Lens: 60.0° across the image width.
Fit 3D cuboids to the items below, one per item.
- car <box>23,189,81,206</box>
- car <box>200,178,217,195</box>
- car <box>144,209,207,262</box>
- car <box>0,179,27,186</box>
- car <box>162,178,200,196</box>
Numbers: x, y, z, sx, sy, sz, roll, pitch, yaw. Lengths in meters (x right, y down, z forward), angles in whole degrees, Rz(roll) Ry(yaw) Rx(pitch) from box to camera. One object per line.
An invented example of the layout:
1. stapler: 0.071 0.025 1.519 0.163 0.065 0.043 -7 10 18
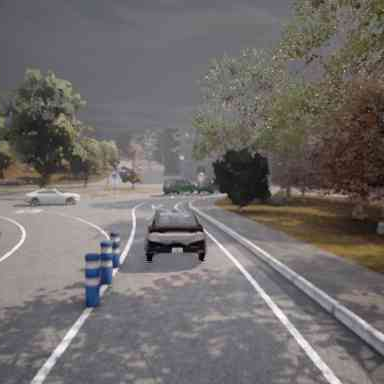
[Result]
1. car: -12.385 0.425 29.584 4.674 1.442 1.812 -1 4 -12
2. car: 2.380 -0.767 43.030 2.150 2.045 5.566 2 4 23
3. car: -0.635 1.323 11.605 2.128 1.511 4.902 0 2 -5
4. car: -34.351 -1.837 63.318 2.033 1.411 5.357 3 4 36
5. car: -1.570 -0.682 41.787 2.150 2.045 5.566 3 5 29
